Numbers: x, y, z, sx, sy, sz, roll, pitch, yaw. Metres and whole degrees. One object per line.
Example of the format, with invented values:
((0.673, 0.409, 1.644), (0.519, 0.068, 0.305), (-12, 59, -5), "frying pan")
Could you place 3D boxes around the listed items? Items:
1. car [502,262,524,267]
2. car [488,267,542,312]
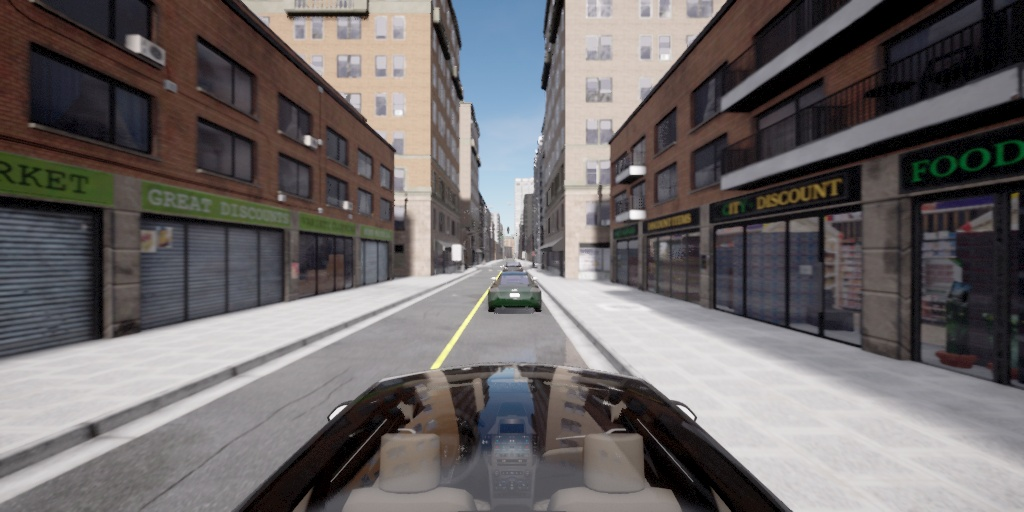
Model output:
((0.098, 1.246, 32.765), (2.128, 1.511, 4.902), (0, 0, 0), "car")
((0.098, 1.313, 14.292), (1.994, 1.385, 4.181), (0, 0, 0), "car")
